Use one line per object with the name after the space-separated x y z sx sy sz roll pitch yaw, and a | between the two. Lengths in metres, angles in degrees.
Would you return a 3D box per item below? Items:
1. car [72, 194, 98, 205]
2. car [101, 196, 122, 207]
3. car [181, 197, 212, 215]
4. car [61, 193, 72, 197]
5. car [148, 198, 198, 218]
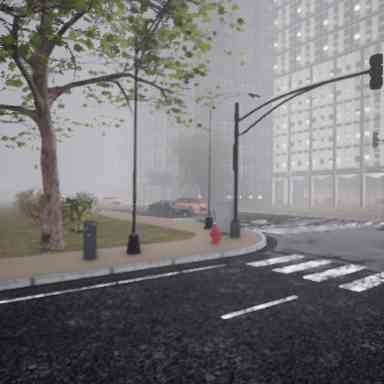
-16.000 1.093 50.511 2.150 2.045 5.566 1 -1 -33 | car
-12.270 1.399 50.747 1.882 1.535 5.008 1 -1 -33 | car
-0.027 1.302 32.312 2.097 1.767 4.553 1 0 -34 | car
-31.038 1.423 84.836 2.128 1.511 4.902 1 0 -34 | car
-2.016 1.451 29.429 2.033 1.411 5.357 1 0 -34 | car
